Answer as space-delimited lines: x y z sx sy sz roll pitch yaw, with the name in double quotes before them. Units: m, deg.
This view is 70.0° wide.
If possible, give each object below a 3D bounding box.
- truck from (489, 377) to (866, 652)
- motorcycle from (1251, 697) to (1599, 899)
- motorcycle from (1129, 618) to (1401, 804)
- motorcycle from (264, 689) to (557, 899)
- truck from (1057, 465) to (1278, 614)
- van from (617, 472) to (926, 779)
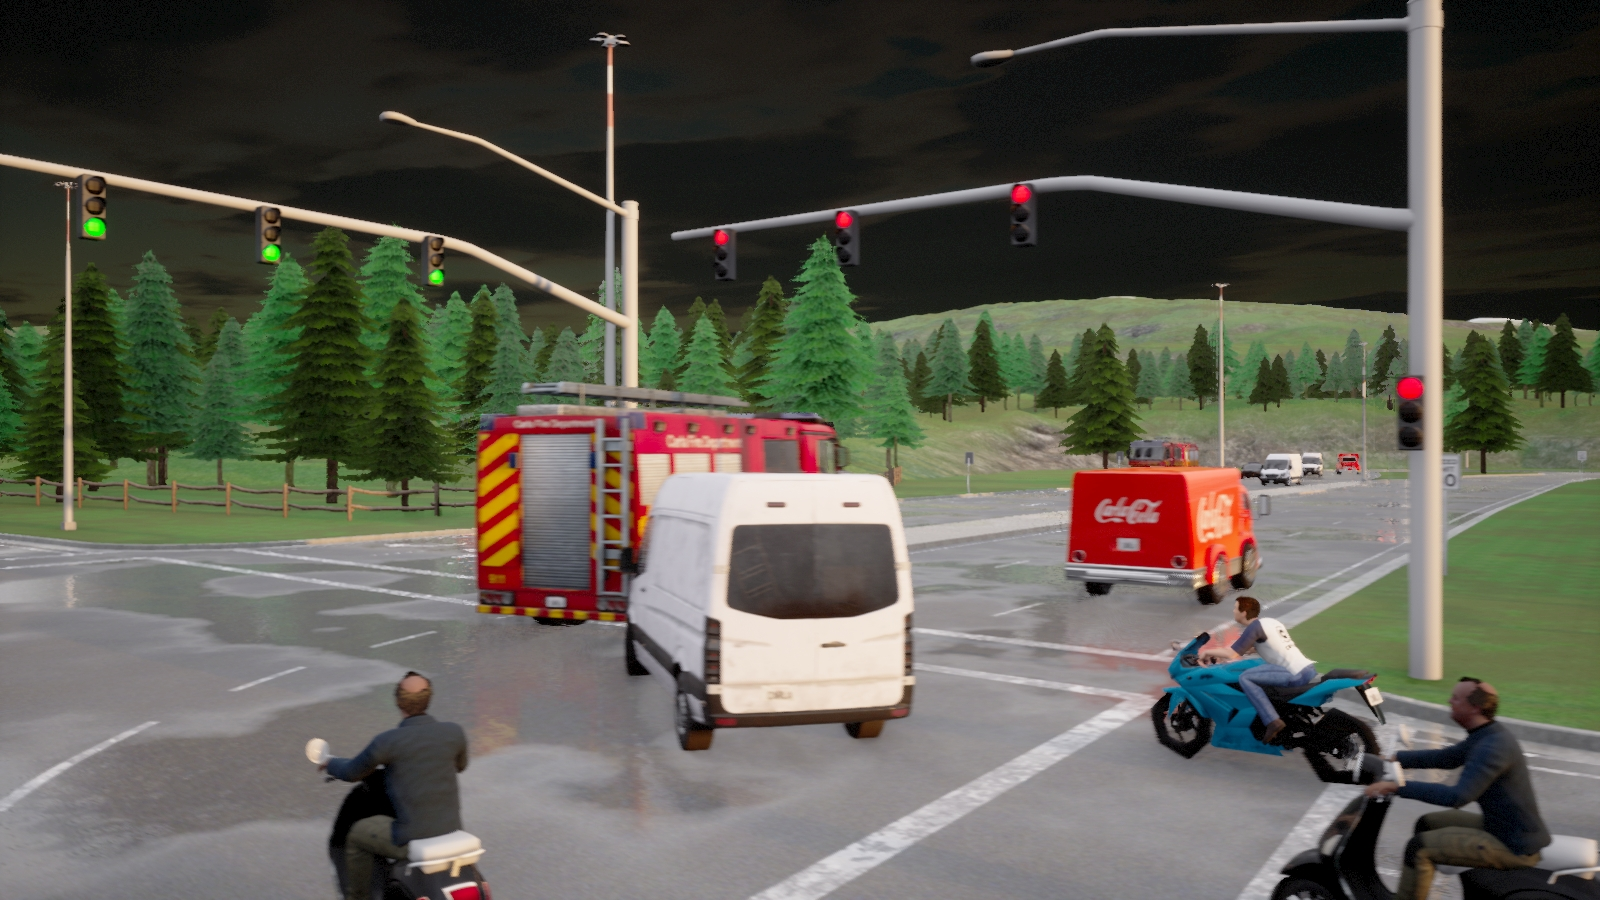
"truck" -1.637 0.900 20.331 2.891 3.827 8.468 0 0 23
"motorcycle" 3.420 2.143 6.006 1.805 1.316 0.856 0 0 35
"motorcycle" 3.998 2.187 9.941 2.033 1.199 0.803 -1 -2 43
"motorcycle" -2.152 2.146 6.164 0.856 1.316 1.805 1 -1 -41
"truck" 7.336 1.574 22.397 2.627 2.467 5.204 0 0 36
"van" -0.662 1.535 12.678 1.988 2.561 5.915 1 -1 -16
